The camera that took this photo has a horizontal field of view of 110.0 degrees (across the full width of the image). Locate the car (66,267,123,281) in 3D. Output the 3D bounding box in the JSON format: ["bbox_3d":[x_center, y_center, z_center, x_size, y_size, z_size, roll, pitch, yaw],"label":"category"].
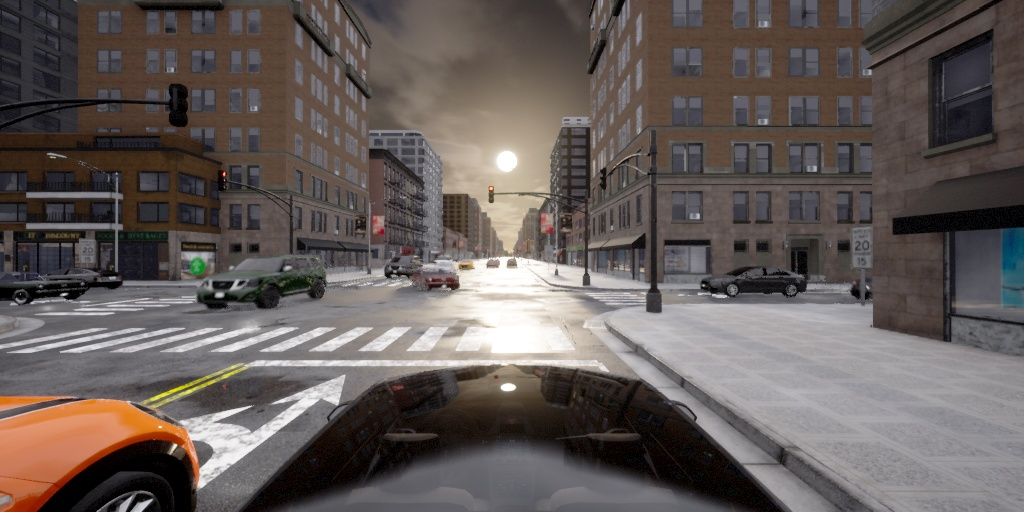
[{"bbox_3d":[-25.412,1.331,20.948,4.313,1.339,1.948,0,0,0],"label":"car"}]

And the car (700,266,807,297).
[{"bbox_3d":[12.423,1.295,18.634,4.892,1.490,1.837,0,0,1],"label":"car"}]

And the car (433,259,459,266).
[{"bbox_3d":[-6.668,1.276,35.026,1.812,1.442,4.674,0,0,0],"label":"car"}]

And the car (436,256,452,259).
[{"bbox_3d":[-9.948,0.967,52.120,2.150,2.045,5.566,0,0,0],"label":"car"}]

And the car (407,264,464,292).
[{"bbox_3d":[-4.730,1.357,21.559,1.895,1.301,4.718,0,0,-27],"label":"car"}]

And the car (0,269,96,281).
[{"bbox_3d":[-21.517,1.345,15.456,4.718,1.301,1.895,0,0,0],"label":"car"}]

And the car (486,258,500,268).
[{"bbox_3d":[-3.373,1.307,61.942,1.994,1.385,4.181,0,0,0],"label":"car"}]

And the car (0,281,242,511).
[{"bbox_3d":[-3.237,1.102,0.595,2.097,1.767,4.553,0,0,0],"label":"car"}]

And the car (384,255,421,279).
[{"bbox_3d":[-9.905,0.970,33.065,2.150,2.045,5.566,0,0,0],"label":"car"}]

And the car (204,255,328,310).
[{"bbox_3d":[-9.878,0.966,14.870,2.150,2.045,5.566,0,0,0],"label":"car"}]

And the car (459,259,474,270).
[{"bbox_3d":[-6.693,1.223,52.820,1.882,1.535,5.008,0,0,0],"label":"car"}]

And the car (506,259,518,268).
[{"bbox_3d":[-0.024,1.248,63.081,1.837,1.490,4.892,0,0,0],"label":"car"}]

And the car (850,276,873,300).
[{"bbox_3d":[17.557,1.352,15.717,4.181,1.385,1.994,0,0,1],"label":"car"}]
